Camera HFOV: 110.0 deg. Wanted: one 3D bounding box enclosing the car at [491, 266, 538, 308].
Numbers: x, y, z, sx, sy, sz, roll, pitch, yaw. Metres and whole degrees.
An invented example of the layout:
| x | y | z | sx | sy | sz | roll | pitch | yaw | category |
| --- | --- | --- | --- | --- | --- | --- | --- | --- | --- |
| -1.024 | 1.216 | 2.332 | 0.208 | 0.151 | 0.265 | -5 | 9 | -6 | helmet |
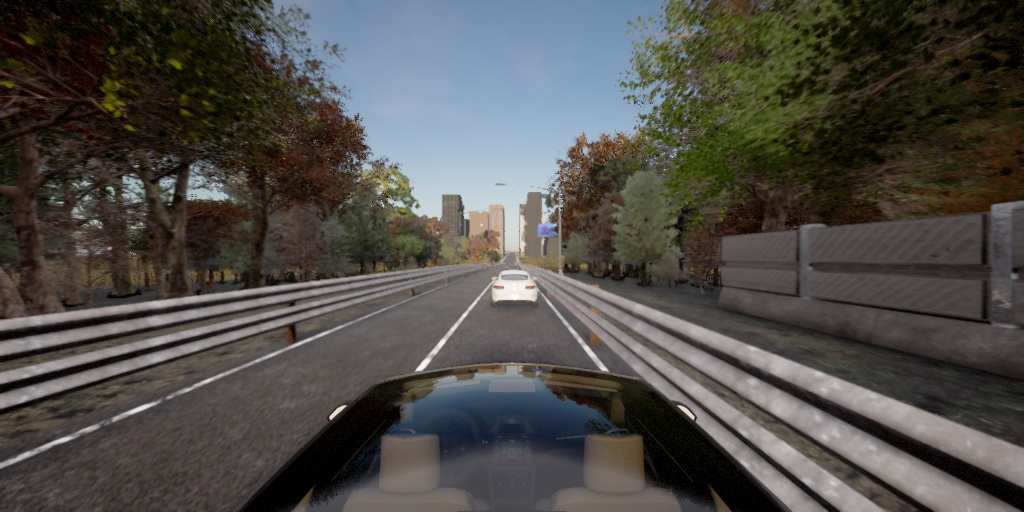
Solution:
| x | y | z | sx | sy | sz | roll | pitch | yaw | category |
| --- | --- | --- | --- | --- | --- | --- | --- | --- | --- |
| 0.102 | 1.326 | 15.511 | 1.812 | 1.442 | 4.674 | 0 | 0 | 0 | car |

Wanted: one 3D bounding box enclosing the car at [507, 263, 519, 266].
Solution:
| x | y | z | sx | sy | sz | roll | pitch | yaw | category |
| --- | --- | --- | --- | --- | --- | --- | --- | --- | --- |
| 0.105 | 1.605 | 42.224 | 2.128 | 1.511 | 4.902 | 0 | -1 | 0 | car |
